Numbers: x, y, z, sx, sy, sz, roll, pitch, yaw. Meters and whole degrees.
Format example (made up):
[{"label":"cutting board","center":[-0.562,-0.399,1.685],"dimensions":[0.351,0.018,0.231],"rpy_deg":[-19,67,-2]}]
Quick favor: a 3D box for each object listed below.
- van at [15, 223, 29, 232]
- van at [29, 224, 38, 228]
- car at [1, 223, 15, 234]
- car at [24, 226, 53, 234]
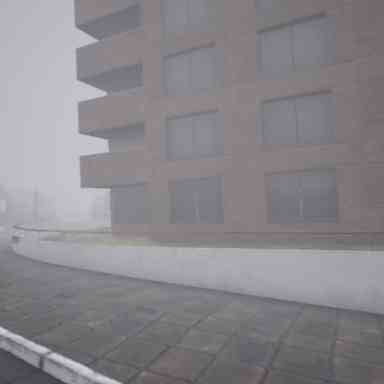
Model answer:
[{"label":"van","center":[-33.738,6.911,62.463],"dimensions":[4.442,1.987,1.878],"rpy_deg":[-2,-7,6]},{"label":"van","center":[-32.411,7.213,65.169],"dimensions":[4.442,1.987,1.878],"rpy_deg":[-2,-7,6]},{"label":"car","center":[-35.363,6.840,59.762],"dimensions":[5.366,1.575,1.946],"rpy_deg":[-2,-7,6]},{"label":"car","center":[-31.190,7.742,67.844],"dimensions":[4.892,1.521,2.231],"rpy_deg":[-2,-7,6]}]
